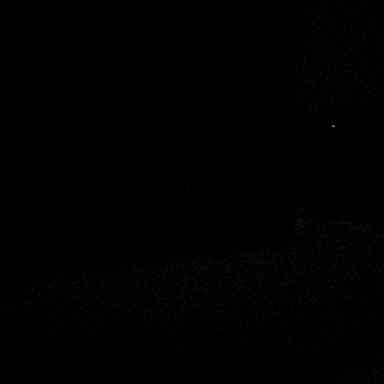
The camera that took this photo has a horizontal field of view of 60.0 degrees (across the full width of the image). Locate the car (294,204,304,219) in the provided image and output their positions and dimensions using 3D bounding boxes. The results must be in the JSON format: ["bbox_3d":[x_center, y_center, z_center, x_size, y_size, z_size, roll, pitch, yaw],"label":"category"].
[{"bbox_3d":[7.623,1.435,30.883,2.150,2.045,5.566,1,-2,-35],"label":"car"}]
